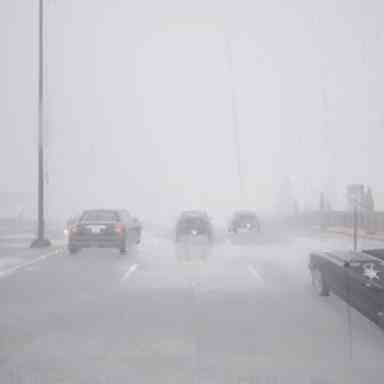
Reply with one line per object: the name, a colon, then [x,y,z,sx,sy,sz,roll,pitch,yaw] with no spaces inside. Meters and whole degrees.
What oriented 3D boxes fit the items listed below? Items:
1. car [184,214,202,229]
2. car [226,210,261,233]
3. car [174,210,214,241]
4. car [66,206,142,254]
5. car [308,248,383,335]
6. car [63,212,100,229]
car: [0.099,3.244,36.098,1.837,1.490,4.892,0,-7,0]
car: [3.600,2.053,23.504,1.837,1.490,4.892,0,-4,0]
car: [0.100,1.736,17.883,1.837,1.490,4.892,0,-3,0]
car: [-3.400,1.442,13.887,2.097,1.767,4.553,0,-2,0]
car: [3.601,1.598,5.626,1.895,1.301,4.718,0,0,0]
car: [-10.577,2.795,32.336,1.882,1.535,5.008,0,-6,0]
